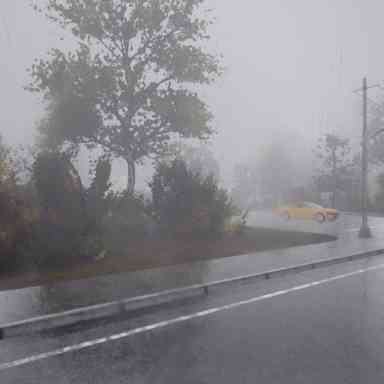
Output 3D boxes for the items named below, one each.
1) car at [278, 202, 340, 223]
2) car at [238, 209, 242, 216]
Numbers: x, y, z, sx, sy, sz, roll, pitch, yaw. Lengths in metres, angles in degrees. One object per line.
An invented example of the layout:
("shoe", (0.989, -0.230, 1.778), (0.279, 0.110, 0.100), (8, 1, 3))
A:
("car", (9.326, 1.566, 26.865), (1.882, 1.535, 5.008), (0, -1, -39))
("car", (2.991, 1.584, 34.354), (2.097, 1.767, 4.553), (0, -1, -43))
